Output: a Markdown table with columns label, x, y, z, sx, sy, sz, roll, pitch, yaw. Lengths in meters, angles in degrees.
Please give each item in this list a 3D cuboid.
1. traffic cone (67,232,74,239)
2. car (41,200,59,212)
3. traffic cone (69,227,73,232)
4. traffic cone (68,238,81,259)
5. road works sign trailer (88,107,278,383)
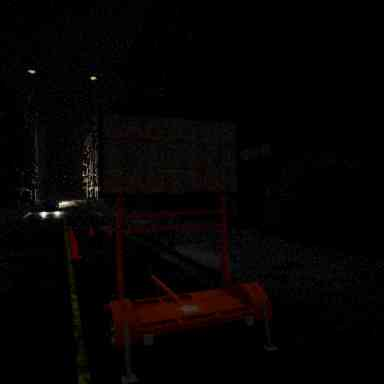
| label | x | y | z | sx | sy | sz | roll | pitch | yaw |
| --- | --- | --- | --- | --- | --- | --- | --- | --- | --- |
| traffic cone | -4.827 | 2.027 | 13.518 | 0.340 | 0.580 | 0.340 | -1 | 0 | -22 |
| car | -18.544 | 1.746 | 43.459 | 1.882 | 1.535 | 5.008 | -1 | 0 | -22 |
| traffic cone | -5.563 | 2.038 | 15.378 | 0.340 | 0.580 | 0.340 | -1 | 0 | -22 |
| traffic cone | -4.091 | 2.016 | 11.659 | 0.340 | 0.580 | 0.340 | -1 | 0 | -22 |
| road works sign trailer | -0.352 | 0.467 | 5.620 | 2.380 | 3.560 | 2.880 | -1 | 0 | -22 |
